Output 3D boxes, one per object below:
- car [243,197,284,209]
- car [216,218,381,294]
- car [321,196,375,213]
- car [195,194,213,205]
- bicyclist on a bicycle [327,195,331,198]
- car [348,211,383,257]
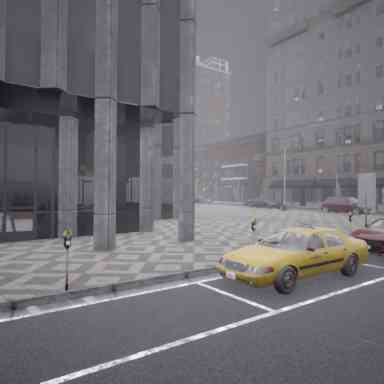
[{"bbox_3d":[8.533,1.297,39.754,2.033,1.411,5.357,1,0,-36],"label":"car"},{"bbox_3d":[2.821,1.526,8.777,4.829,1.417,1.752,0,1,-36],"label":"car"},{"bbox_3d":[14.576,1.197,31.210,2.097,1.767,4.553,1,0,-35],"label":"car"},{"bbox_3d":[1.163,1.124,50.224,2.128,1.511,4.902,1,0,-35],"label":"car"},{"bbox_3d":[16.332,1.157,39.536,1.656,1.620,0.582,0,0,-35],"label":"bicyclist on a bicycle"},{"bbox_3d":[7.535,1.547,12.148,4.507,1.381,1.887,0,1,-36],"label":"car"}]
